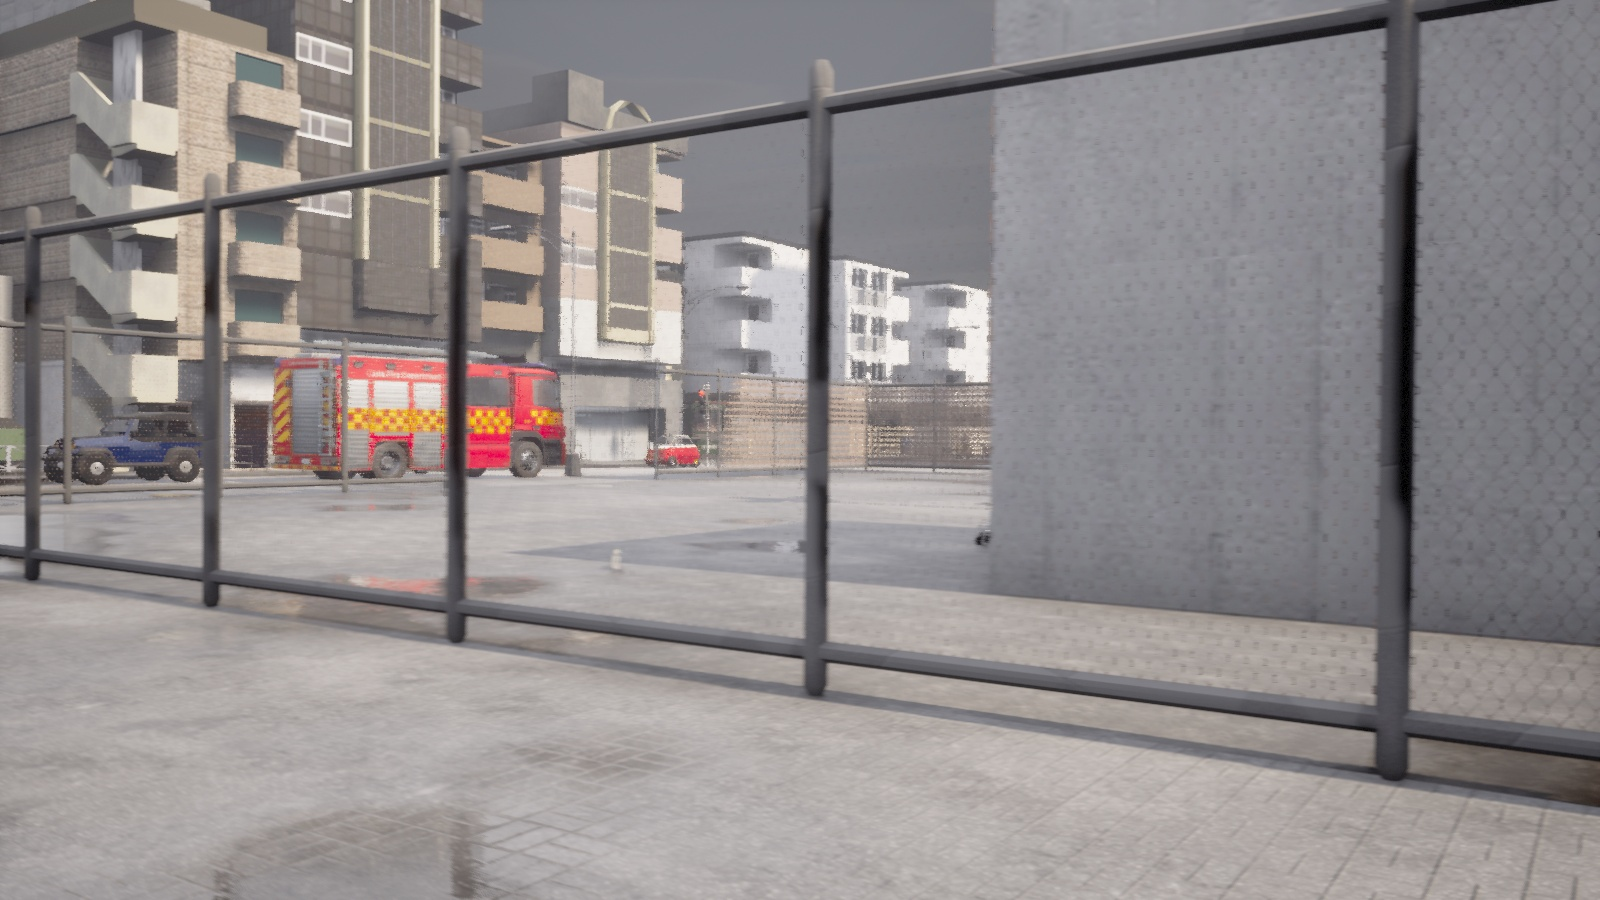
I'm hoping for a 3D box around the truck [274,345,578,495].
[{"bbox_3d":[-10.528,-0.835,36.431,2.891,3.827,8.468,0,1,34],"label":"truck"}]

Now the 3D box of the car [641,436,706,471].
[{"bbox_3d":[-5.150,0.134,51.235,1.481,1.376,2.207,0,0,41],"label":"car"}]

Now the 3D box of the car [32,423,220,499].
[{"bbox_3d":[-17.611,0.237,32.971,1.905,1.878,3.866,0,1,34],"label":"car"}]
